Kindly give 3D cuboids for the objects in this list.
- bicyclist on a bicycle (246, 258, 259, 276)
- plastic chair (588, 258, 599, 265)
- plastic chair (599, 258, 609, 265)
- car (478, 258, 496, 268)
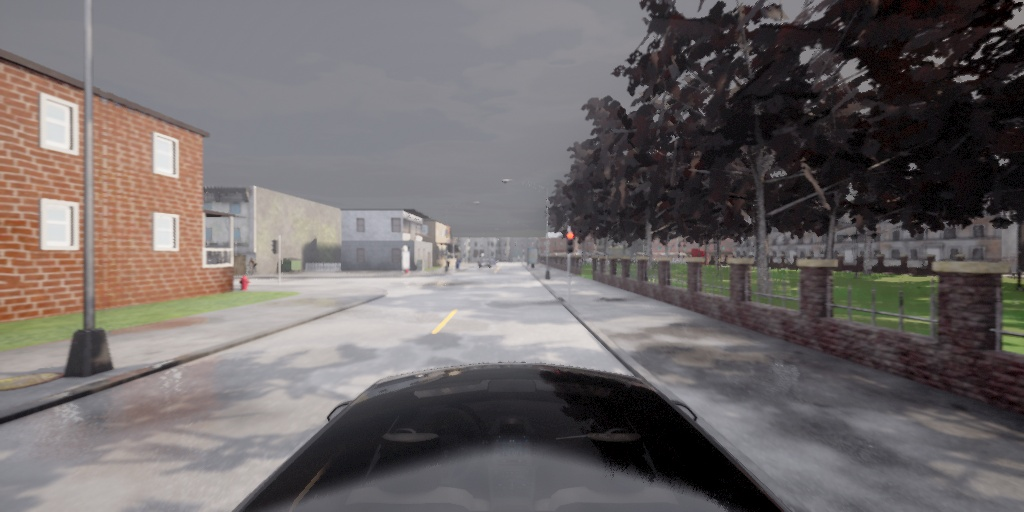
[{"bbox_3d":[-23.873,0.993,32.998,0.582,1.620,1.656,0,0,0],"label":"bicyclist on a bicycle"},{"bbox_3d":[14.295,1.103,62.980,0.730,1.272,0.750,0,0,-35],"label":"plastic chair"},{"bbox_3d":[16.002,1.093,62.884,0.750,1.272,0.730,0,0,-40],"label":"plastic chair"},{"bbox_3d":[-4.054,1.067,54.153,2.128,1.511,4.902,0,0,1],"label":"car"}]
